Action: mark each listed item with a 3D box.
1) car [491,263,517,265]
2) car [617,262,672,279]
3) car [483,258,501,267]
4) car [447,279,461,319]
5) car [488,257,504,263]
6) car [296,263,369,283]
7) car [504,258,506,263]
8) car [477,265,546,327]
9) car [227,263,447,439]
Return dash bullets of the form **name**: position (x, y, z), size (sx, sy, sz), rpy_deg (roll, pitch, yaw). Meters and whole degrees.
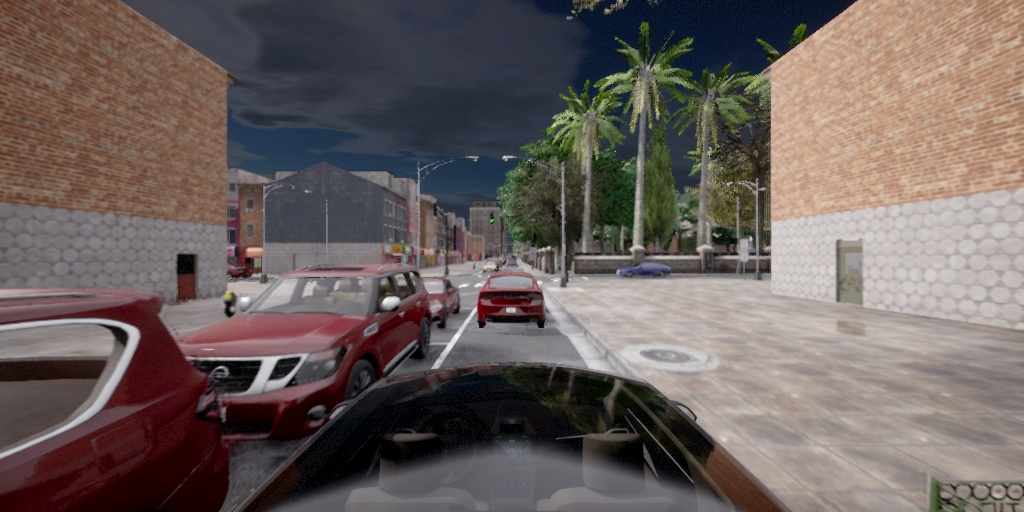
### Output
- **car**: position (-0.167, 1.365, 23.333), size (1.895, 1.301, 4.718), rpy_deg (0, 0, -6)
- **car**: position (11.724, 1.227, 31.879), size (4.674, 1.442, 1.812), rpy_deg (-1, 0, 1)
- **car**: position (-2.642, 1.307, 43.650), size (1.751, 1.417, 4.829), rpy_deg (0, 0, 0)
- **car**: position (-2.635, 1.337, 11.266), size (1.802, 1.307, 4.207), rpy_deg (0, 0, 0)
- **car**: position (-2.644, 1.101, 49.088), size (2.192, 1.841, 5.009), rpy_deg (0, 0, 0)
- **car**: position (-14.383, 1.328, 28.894), size (5.008, 1.535, 1.882), rpy_deg (0, 0, 1)
- **car**: position (-2.636, 1.352, 64.899), size (2.007, 1.370, 4.403), rpy_deg (0, 0, 0)
- **car**: position (-0.013, 1.233, 11.633), size (1.882, 1.535, 5.008), rpy_deg (0, 0, 0)
- **car**: position (-2.636, 1.067, 5.654), size (2.192, 1.841, 5.009), rpy_deg (0, 0, 0)
